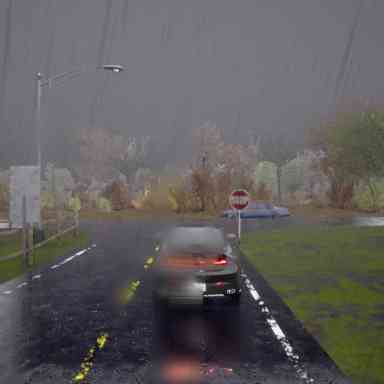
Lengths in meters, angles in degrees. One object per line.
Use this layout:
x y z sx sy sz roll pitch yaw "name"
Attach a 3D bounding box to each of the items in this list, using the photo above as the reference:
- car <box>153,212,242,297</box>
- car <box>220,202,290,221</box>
0.109 1.504 8.526 1.837 1.490 4.892 0 0 0 "car"
4.834 1.484 25.934 5.357 1.411 2.033 0 0 1 "car"
